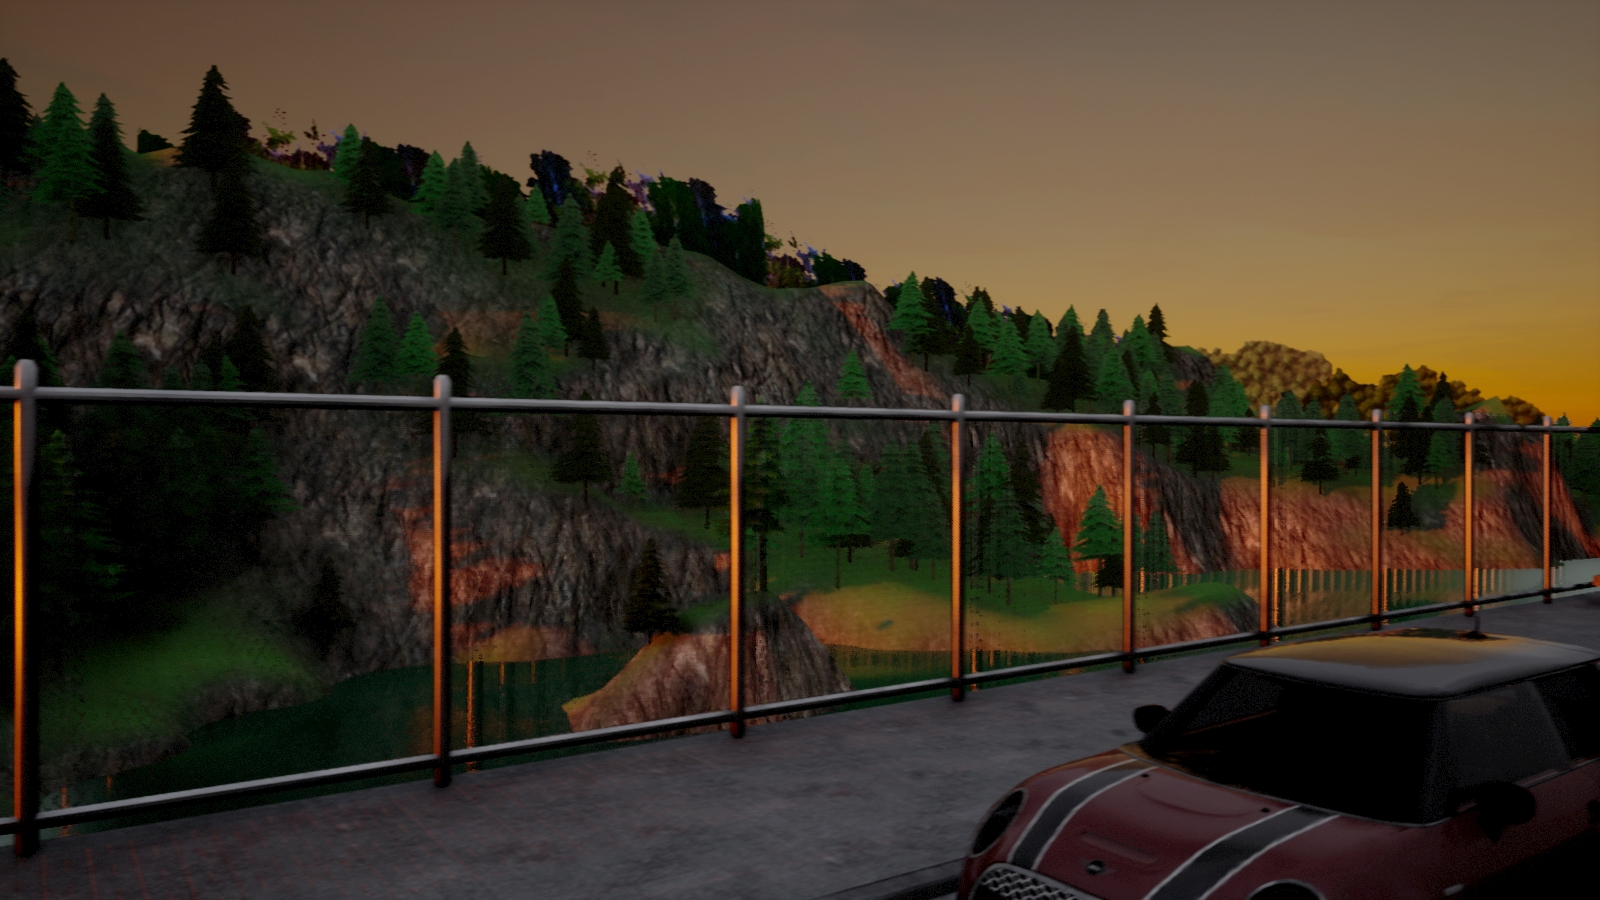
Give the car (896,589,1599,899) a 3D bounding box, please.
[{"bbox_3d":[2.955,1.904,6.209,4.553,1.767,2.097,0,0,-34],"label":"car"}]
